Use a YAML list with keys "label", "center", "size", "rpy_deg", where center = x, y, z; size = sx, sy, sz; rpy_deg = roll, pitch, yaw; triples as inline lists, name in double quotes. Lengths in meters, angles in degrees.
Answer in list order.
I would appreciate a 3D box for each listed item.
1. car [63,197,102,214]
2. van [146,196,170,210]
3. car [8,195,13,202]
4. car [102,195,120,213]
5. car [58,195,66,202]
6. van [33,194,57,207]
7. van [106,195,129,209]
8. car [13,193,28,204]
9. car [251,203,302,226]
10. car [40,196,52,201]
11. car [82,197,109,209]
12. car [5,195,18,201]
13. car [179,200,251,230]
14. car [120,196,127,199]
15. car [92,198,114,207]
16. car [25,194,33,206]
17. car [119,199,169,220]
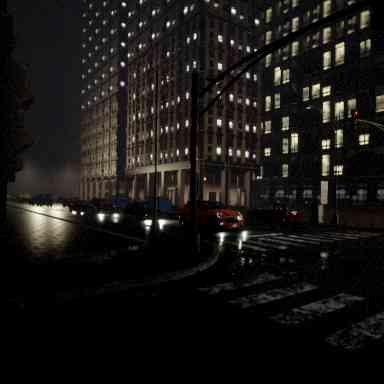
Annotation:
- label: "car"
  center: [-10.884, 1.427, 32.908]
  size: [2.008, 1.369, 4.403]
  rpy_deg: [1, -1, -35]
- label: "van"
  center: [-4.051, 1.382, 37.764]
  size: [1.690, 1.788, 3.998]
  rpy_deg: [1, -1, -35]
- label: "car"
  center: [-37.065, 1.396, 69.740]
  size: [1.947, 1.339, 4.313]
  rpy_deg: [1, -1, -35]
- label: "car"
  center: [-9.960, 1.402, 36.090]
  size: [1.882, 1.535, 5.008]
  rpy_deg: [1, -1, -36]
- label: "car"
  center: [-15.950, 1.404, 44.585]
  size: [2.128, 1.511, 4.902]
  rpy_deg: [1, -1, -35]
- label: "van"
  center: [-20.698, 1.197, 46.722]
  size: [1.690, 1.788, 3.998]
  rpy_deg: [1, -1, -35]
- label: "van"
  center: [-10.596, 1.368, 46.973]
  size: [1.690, 1.788, 3.998]
  rpy_deg: [1, -1, -35]
- label: "car"
  center: [-30.516, 1.155, 60.535]
  size: [2.192, 1.841, 5.009]
  rpy_deg: [1, -1, -35]
- label: "car"
  center: [5.765, 1.505, 23.951]
  size: [1.967, 1.590, 4.097]
  rpy_deg: [1, -1, -35]
- label: "car"
  center: [-36.781, 1.570, 83.802]
  size: [1.802, 1.307, 4.206]
  rpy_deg: [1, -1, -35]
- label: "car"
  center: [-13.642, 1.464, 46.782]
  size: [2.128, 1.511, 4.902]
  rpy_deg: [1, -1, -35]
- label: "car"
  center: [-40.336, 1.377, 74.344]
  size: [2.008, 1.369, 4.403]
  rpy_deg: [1, -1, -35]
- label: "car"
  center: [1.111, 1.303, 20.509]
  size: [2.097, 1.767, 4.553]
  rpy_deg: [1, -1, -35]
- label: "car"
  center: [-7.327, 1.584, 42.366]
  size: [2.008, 1.369, 4.403]
  rpy_deg: [1, -1, -35]
- label: "car"
  center: [-13.873, 1.586, 51.574]
  size: [1.947, 1.339, 4.313]
  rpy_deg: [1, -1, -35]
- label: "car"
  center: [-23.975, 1.432, 51.324]
  size: [1.802, 1.307, 4.206]
  rpy_deg: [1, -1, -35]
- label: "car"
  center: [-4.094, 1.502, 27.823]
  size: [1.994, 1.385, 4.181]
  rpy_deg: [1, -1, -35]
